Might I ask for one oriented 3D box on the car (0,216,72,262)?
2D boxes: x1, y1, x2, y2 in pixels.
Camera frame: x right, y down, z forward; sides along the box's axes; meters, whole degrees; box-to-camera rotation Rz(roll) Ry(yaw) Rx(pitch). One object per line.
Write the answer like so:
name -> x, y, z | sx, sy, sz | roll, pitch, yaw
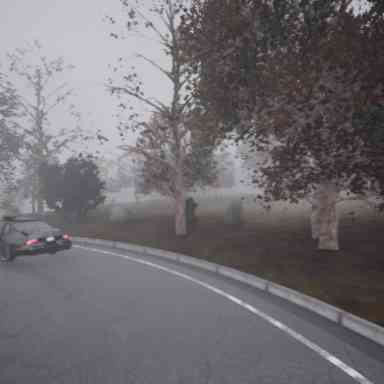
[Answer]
car -> -6.790, 1.628, 12.495 | 5.357, 1.411, 2.033 | 0, 0, 34
